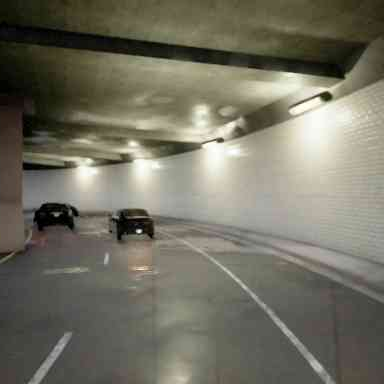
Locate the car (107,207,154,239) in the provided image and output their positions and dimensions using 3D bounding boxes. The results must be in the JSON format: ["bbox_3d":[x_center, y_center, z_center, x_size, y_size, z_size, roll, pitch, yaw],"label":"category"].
[{"bbox_3d":[-3.364,1.593,17.966,1.837,1.490,4.892,1,0,-21],"label":"car"}]

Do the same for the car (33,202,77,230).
[{"bbox_3d":[-9.388,1.466,22.360,2.097,1.767,4.553,0,0,-29],"label":"car"}]
